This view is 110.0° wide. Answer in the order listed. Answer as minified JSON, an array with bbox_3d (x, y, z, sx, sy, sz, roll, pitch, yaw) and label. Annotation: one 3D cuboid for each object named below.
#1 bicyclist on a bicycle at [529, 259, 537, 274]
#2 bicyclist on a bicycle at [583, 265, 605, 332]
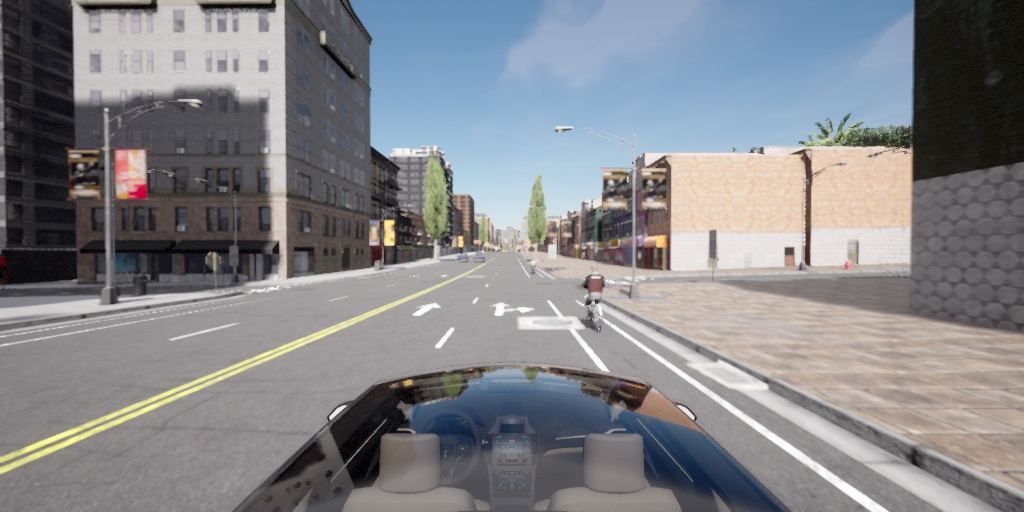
[{"bbox_3d":[2.235,1.088,37.738,0.866,1.612,1.509,0,1,0],"label":"bicyclist on a bicycle"},{"bbox_3d":[2.245,1.122,9.974,0.659,1.776,1.843,0,0,0],"label":"bicyclist on a bicycle"}]
